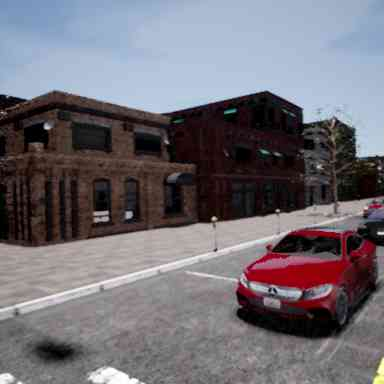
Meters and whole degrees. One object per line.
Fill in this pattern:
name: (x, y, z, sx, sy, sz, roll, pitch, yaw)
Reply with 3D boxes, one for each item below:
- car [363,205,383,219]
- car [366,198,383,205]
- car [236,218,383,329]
car: (8.930, 1.477, 15.101, 1.994, 1.385, 4.181, -2, 0, 38)
car: (15.990, 1.257, 28.331, 1.967, 1.590, 4.097, -2, -1, 38)
car: (2.768, 1.541, 7.284, 1.812, 1.442, 4.674, -2, 0, 39)
